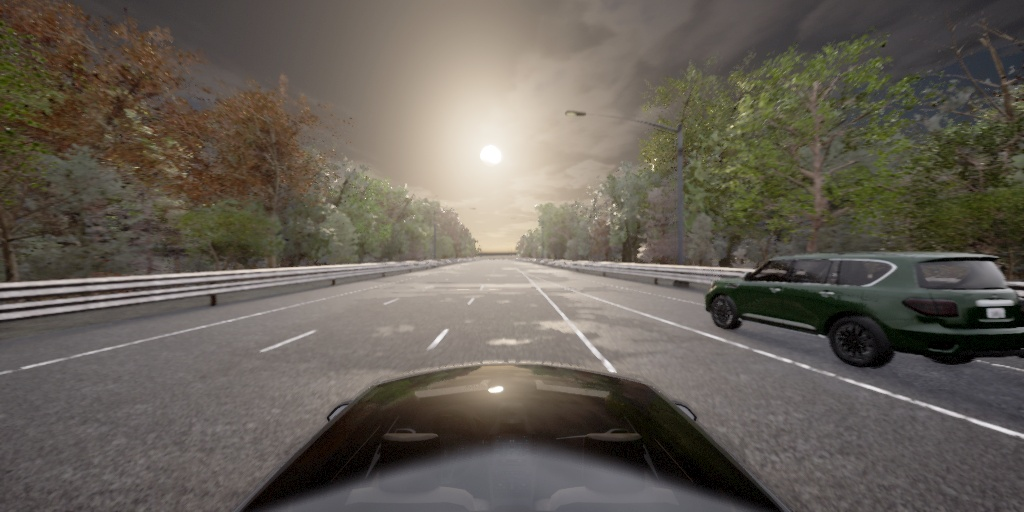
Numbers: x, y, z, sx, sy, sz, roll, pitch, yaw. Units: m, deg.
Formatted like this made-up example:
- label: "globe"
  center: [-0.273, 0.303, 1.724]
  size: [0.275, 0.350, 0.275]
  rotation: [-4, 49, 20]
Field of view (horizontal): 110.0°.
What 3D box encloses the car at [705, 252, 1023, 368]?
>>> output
- label: "car"
  center: [6.935, 0.953, 8.059]
  size: [2.150, 2.045, 5.566]
  rotation: [0, 0, -8]
